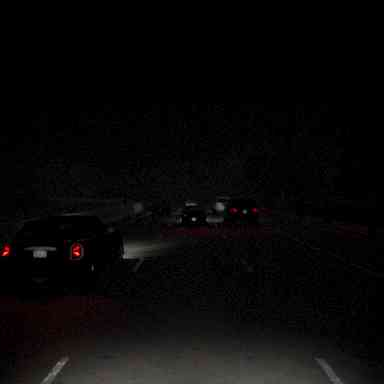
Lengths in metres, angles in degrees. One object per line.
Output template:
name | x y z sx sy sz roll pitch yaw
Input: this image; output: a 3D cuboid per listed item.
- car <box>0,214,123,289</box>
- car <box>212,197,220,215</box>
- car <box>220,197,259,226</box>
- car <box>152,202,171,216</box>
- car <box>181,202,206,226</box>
car | -3.387 1.435 9.552 2.097 1.767 4.553 0 -1 0
car | 3.615 1.588 39.718 2.150 2.045 5.566 0 0 -1
car | 3.636 1.458 25.509 2.150 2.045 5.566 0 0 0
car | -3.375 1.812 37.328 1.882 1.535 5.008 0 0 -1
car | 0.139 1.760 25.824 1.812 1.442 4.674 0 0 0
